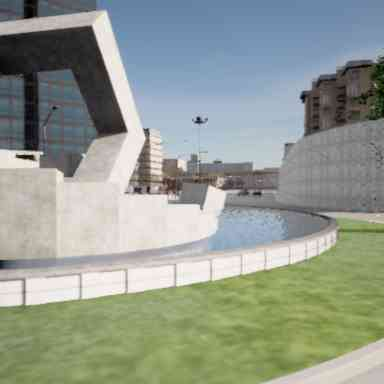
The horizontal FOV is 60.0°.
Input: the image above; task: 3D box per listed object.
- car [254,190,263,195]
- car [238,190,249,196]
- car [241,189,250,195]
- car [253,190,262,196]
[{"bbox_3d":[18.406,0.110,91.779,2.128,1.511,4.902,0,1,13],"label":"car"},{"bbox_3d":[12.404,0.308,81.642,2.128,1.511,4.902,0,1,13],"label":"car"},{"bbox_3d":[14.808,0.052,91.775,1.882,1.535,5.008,0,1,13],"label":"car"},{"bbox_3d":[16.002,0.283,81.645,1.837,1.490,4.892,0,1,13],"label":"car"}]
